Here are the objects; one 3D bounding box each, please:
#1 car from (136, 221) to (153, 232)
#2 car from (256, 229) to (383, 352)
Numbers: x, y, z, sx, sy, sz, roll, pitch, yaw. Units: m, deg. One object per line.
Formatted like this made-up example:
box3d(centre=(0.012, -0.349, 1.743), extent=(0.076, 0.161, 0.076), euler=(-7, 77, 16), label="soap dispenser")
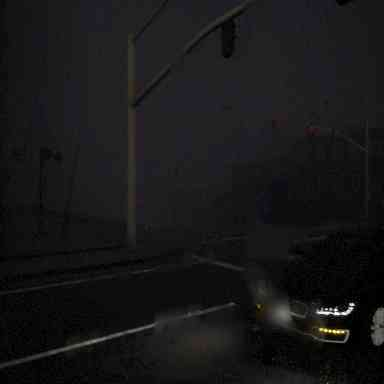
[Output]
box3d(centre=(-5.780, 3.687, 33.663), extent=(2.128, 1.511, 4.902), euler=(0, -12, -36), label="car")
box3d(centre=(3.303, 1.518, 6.227), extent=(4.892, 1.490, 1.837), euler=(0, 0, -35), label="car")
